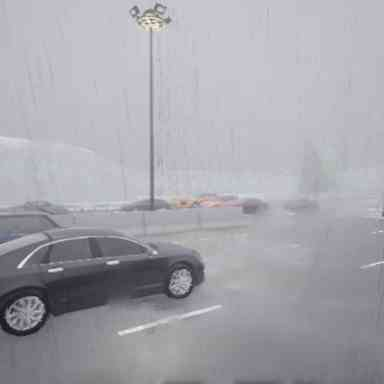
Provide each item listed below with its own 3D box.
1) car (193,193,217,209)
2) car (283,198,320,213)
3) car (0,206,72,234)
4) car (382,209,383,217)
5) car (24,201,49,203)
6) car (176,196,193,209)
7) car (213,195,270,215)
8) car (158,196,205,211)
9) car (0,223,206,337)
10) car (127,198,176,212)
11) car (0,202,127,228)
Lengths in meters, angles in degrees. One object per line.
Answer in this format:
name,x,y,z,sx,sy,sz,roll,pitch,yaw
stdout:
car,2.844,1.112,31.651,4.553,1.767,2.097,-1,1,-35
car,10.826,1.261,33.028,4.181,1.385,1.994,-1,0,-35
car,-9.464,1.538,18.734,4.718,1.301,1.895,-1,0,-35
car,15.460,1.279,23.409,5.357,1.411,2.033,-1,0,-35
car,-13.636,1.444,28.650,5.357,1.411,2.033,-1,0,-35
car,0.924,0.828,34.578,4.553,1.767,2.097,-1,0,-35
car,4.554,1.250,28.577,5.008,1.535,1.882,0,0,-35
car,-1.125,1.229,37.417,5.008,1.535,1.882,-1,0,-35
car,-1.950,1.475,6.653,4.892,1.490,1.837,-1,1,-35
car,-4.247,1.322,31.007,4.892,1.490,1.837,0,0,-35
car,-4.435,1.319,9.183,4.553,1.767,2.097,-1,0,-35
